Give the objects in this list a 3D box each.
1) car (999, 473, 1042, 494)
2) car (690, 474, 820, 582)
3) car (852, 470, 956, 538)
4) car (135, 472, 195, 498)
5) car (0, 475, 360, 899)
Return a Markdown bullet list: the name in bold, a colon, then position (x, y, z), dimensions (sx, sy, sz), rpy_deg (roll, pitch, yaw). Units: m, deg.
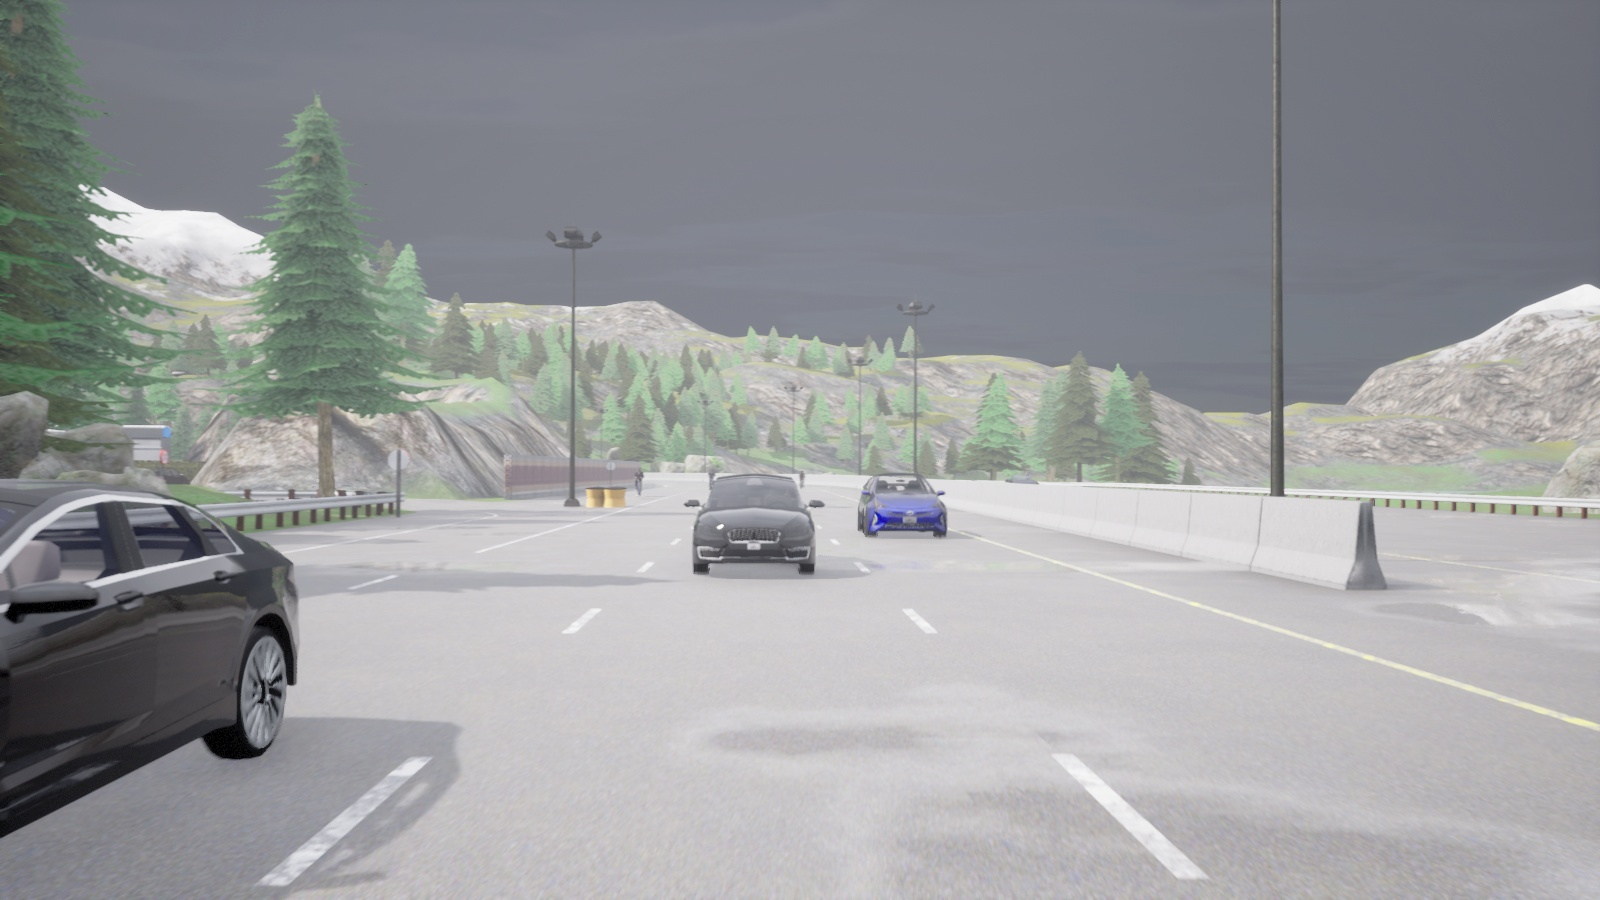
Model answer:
- **car**: position (14.751, 2.234, 84.157), dimensions (1.994, 1.385, 4.181), rpy_deg (0, -1, -2)
- **car**: position (-0.716, 1.161, 20.311), dimensions (1.837, 1.490, 4.892), rpy_deg (0, -1, -2)
- **car**: position (2.454, 1.266, 30.697), dimensions (2.007, 1.525, 4.514), rpy_deg (0, -1, -2)
- **car**: position (-39.646, 2.167, 78.520), dimensions (1.851, 1.617, 3.988), rpy_deg (0, -1, -2)
- **car**: position (-3.740, 0.874, 5.366), dimensions (2.128, 1.511, 4.902), rpy_deg (0, -1, -2)
